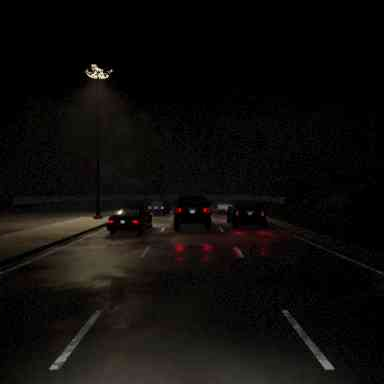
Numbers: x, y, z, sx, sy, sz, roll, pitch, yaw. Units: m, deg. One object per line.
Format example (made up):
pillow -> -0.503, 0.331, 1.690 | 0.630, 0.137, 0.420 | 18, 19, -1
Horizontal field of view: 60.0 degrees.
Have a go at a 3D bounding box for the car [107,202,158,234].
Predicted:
car -> -3.455, 1.548, 19.233 | 2.033, 1.411, 5.357 | 0, 0, 0

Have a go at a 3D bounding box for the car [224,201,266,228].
car -> 3.569, 1.352, 22.466 | 2.097, 1.767, 4.553 | 0, 0, 0

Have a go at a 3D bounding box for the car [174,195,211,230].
car -> 0.060, 1.218, 21.296 | 2.150, 2.045, 5.566 | 0, 0, 1

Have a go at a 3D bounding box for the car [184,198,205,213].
car -> 0.355, 1.490, 37.246 | 2.128, 1.511, 4.902 | 0, 0, 4

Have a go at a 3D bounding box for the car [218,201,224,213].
car -> 3.791, 1.601, 36.333 | 1.895, 1.301, 4.718 | 0, 0, 3

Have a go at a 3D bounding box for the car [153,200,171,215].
car -> -3.321, 1.548, 34.248 | 2.033, 1.411, 5.357 | 0, 0, 3
